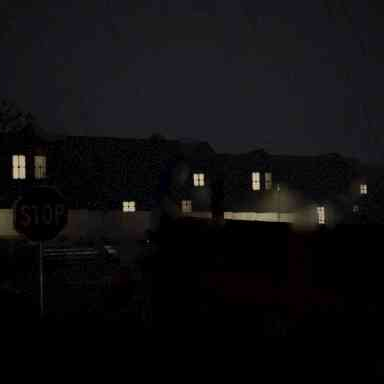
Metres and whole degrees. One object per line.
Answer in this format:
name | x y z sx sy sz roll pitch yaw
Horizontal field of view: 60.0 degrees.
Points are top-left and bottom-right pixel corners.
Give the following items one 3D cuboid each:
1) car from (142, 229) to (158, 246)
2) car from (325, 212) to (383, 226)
car | -0.211 2.289 17.820 4.718 1.301 1.895 2 -2 -22
car | 11.521 2.370 22.650 5.566 2.045 2.150 2 -2 -22
